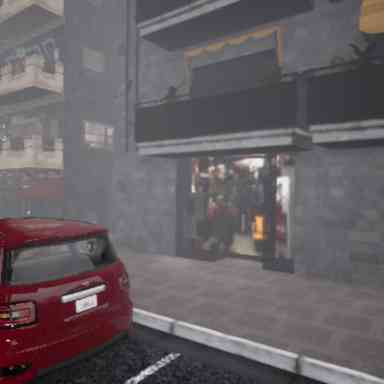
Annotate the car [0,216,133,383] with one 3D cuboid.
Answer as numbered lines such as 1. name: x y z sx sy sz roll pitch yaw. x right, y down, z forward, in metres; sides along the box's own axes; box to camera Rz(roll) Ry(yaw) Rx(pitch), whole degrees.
1. car: -3.110 1.315 5.072 5.009 1.841 2.192 0 1 35
